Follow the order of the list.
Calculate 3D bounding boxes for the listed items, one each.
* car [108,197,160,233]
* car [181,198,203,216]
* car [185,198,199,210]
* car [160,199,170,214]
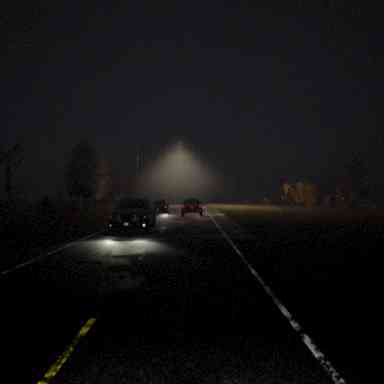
[{"bbox_3d":[-3.501,1.354,20.473,2.150,2.045,5.566,0,0,0],"label":"car"},{"bbox_3d":[0.005,1.402,33.069,2.097,1.767,4.553,0,0,0],"label":"car"},{"bbox_3d":[0.037,1.586,46.380,1.837,1.490,4.892,0,0,1],"label":"car"},{"bbox_3d":[-3.502,1.563,36.704,1.837,1.490,4.892,0,0,0],"label":"car"}]
